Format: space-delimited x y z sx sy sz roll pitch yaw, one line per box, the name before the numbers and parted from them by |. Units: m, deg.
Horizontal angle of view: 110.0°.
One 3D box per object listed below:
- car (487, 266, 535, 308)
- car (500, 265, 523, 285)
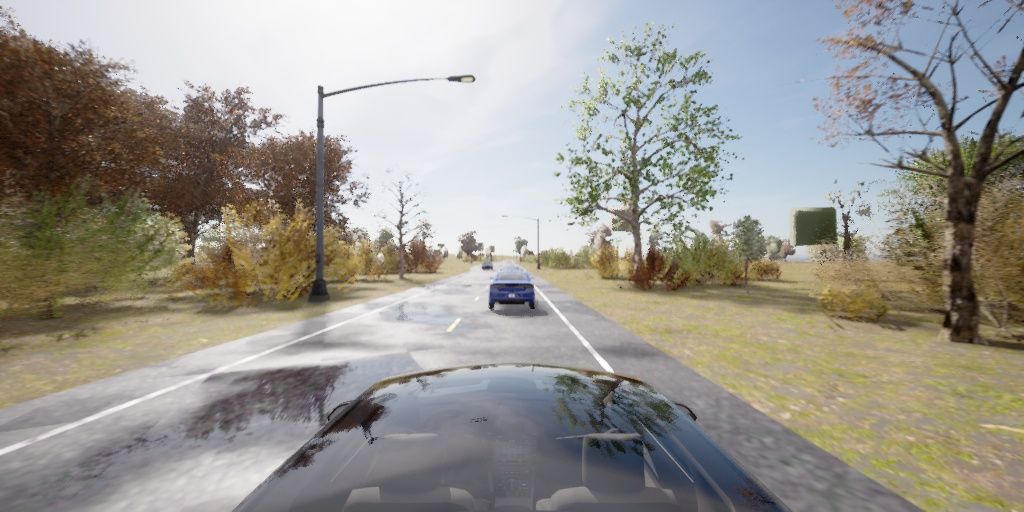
car | 0.008 1.379 16.112 1.882 1.535 5.008 0 0 0
car | -0.060 1.580 30.748 1.812 1.442 4.674 0 0 0
